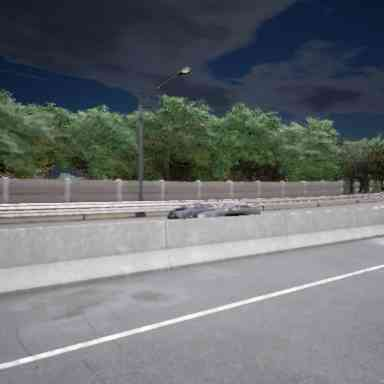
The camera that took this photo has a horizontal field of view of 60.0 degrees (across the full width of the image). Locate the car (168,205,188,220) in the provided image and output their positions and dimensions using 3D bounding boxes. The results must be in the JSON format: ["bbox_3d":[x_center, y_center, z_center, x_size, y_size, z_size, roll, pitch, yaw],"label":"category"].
[{"bbox_3d":[0.240,1.544,25.506,4.181,1.385,1.994,0,0,-35],"label":"car"}]

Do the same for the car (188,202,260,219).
[{"bbox_3d":[2.557,1.470,22.854,4.902,1.511,2.128,0,0,-35],"label":"car"}]
